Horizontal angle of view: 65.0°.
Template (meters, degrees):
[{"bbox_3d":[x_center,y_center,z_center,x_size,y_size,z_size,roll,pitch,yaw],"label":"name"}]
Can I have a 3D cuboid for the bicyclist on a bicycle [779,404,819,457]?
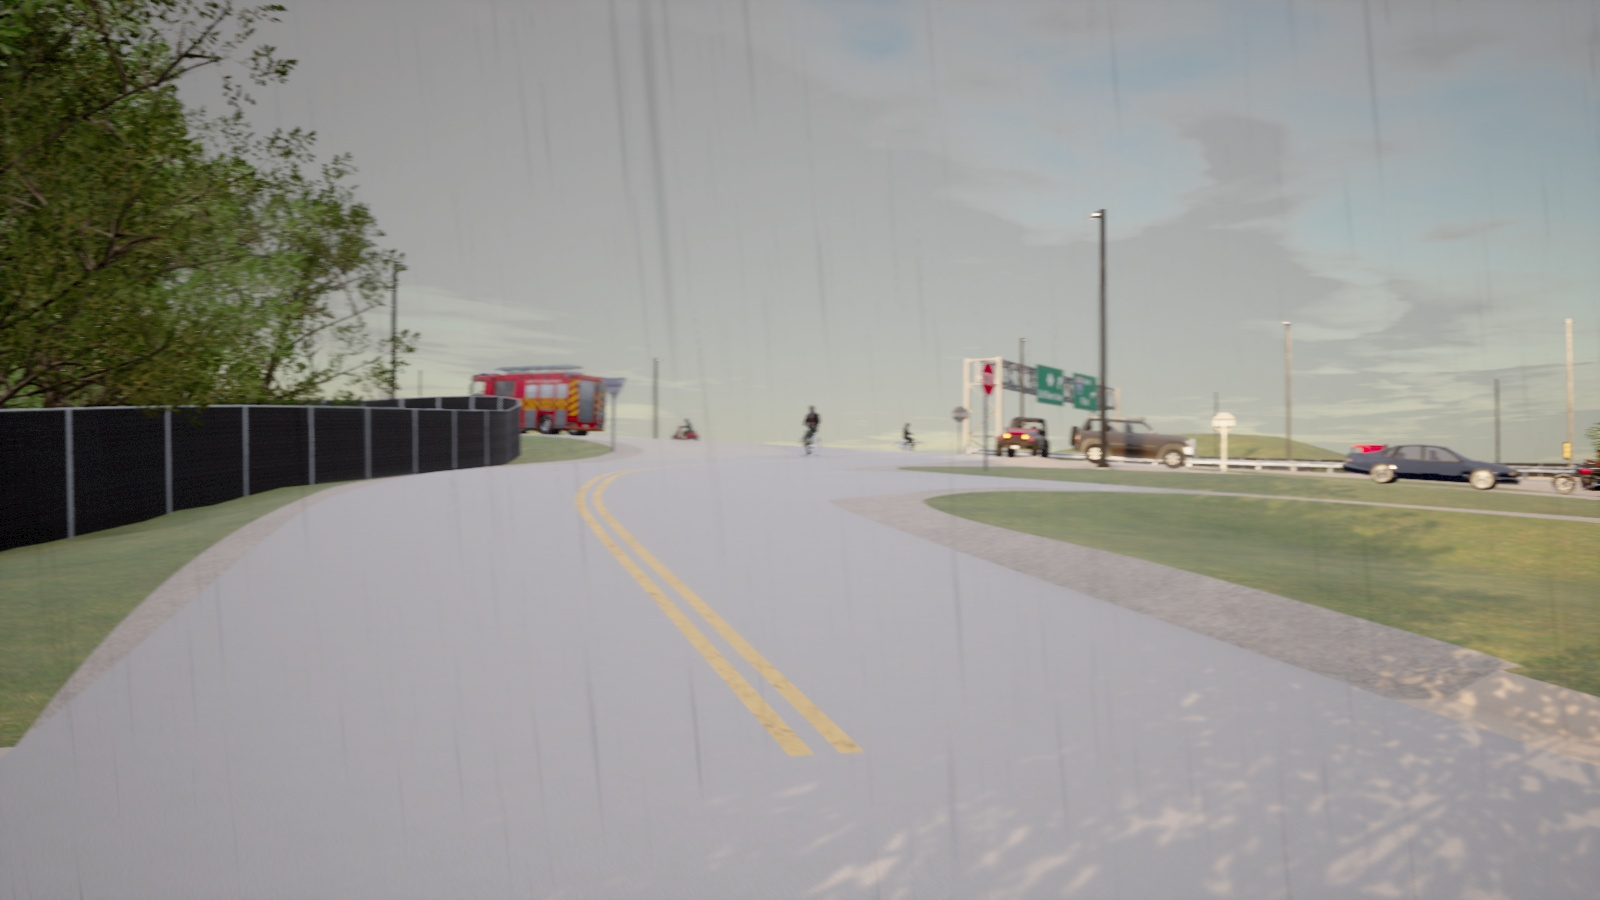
[{"bbox_3d":[-0.026,-0.659,42.543,0.659,1.776,1.843,0,1,23],"label":"bicyclist on a bicycle"}]

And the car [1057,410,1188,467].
[{"bbox_3d":[12.226,-0.441,47.661,4.605,1.855,1.932,3,0,15],"label":"car"}]

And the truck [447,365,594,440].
[{"bbox_3d":[-15.609,-2.580,69.835,8.468,3.827,2.891,1,-2,36],"label":"truck"}]

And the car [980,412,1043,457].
[{"bbox_3d":[9.612,-0.678,56.791,1.905,1.878,3.866,3,1,22],"label":"car"}]

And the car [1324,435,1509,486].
[{"bbox_3d":[20.786,0.336,42.440,5.357,1.411,2.033,3,0,33],"label":"car"}]

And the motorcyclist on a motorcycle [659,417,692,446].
[{"bbox_3d":[-7.355,-1.080,74.166,1.817,1.590,0.866,2,-1,-2],"label":"motorcyclist on a motorcycle"}]

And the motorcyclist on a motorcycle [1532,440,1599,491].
[{"bbox_3d":[26.451,0.533,42.959,2.350,1.649,0.766,3,0,33],"label":"motorcyclist on a motorcycle"}]
